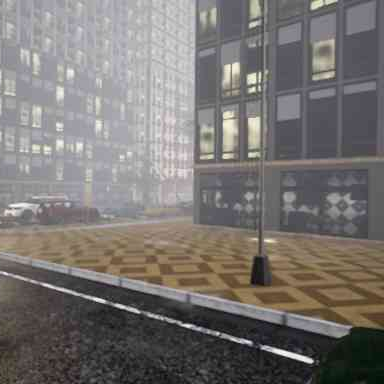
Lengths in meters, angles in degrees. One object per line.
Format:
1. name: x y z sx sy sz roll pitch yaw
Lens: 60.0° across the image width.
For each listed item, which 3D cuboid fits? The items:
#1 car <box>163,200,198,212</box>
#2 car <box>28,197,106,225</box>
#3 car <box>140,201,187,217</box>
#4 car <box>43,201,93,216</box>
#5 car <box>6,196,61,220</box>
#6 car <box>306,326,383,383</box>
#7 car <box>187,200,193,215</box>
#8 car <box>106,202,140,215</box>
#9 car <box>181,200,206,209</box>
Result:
1. car: -1.586 1.930 47.210 2.033 1.411 5.357 1 0 36
2. car: -9.762 1.586 26.432 2.192 1.841 5.009 0 0 36
3. car: -2.957 1.897 35.638 1.752 1.417 4.829 0 0 36
4. car: -13.252 1.733 35.810 1.752 1.417 4.829 0 0 36
5. car: -13.896 1.423 30.565 2.150 2.045 5.566 1 0 37
6. car: 2.943 1.598 1.585 4.718 1.301 1.895 0 0 36
7. car: 0.295 2.001 40.036 1.802 1.307 4.206 0 0 36
8. car: -7.748 1.840 38.883 2.033 1.411 5.357 1 0 36
9. car: 0.258 1.970 54.079 1.947 1.339 4.313 0 0 36
